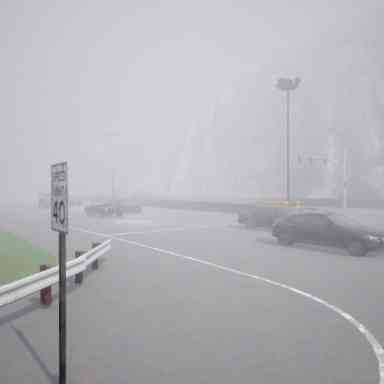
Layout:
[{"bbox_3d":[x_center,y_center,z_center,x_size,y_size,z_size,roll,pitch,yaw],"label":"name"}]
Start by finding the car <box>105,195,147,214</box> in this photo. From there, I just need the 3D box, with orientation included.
[{"bbox_3d":[-6.931,1.390,34.034,1.882,1.535,5.008,0,0,-38],"label":"car"}]

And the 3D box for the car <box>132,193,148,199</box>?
[{"bbox_3d":[-12.687,0.901,81.340,1.812,1.442,4.674,0,1,-38],"label":"car"}]

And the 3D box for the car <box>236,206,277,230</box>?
[{"bbox_3d":[4.963,1.511,19.014,2.033,1.411,5.357,0,0,-38],"label":"car"}]

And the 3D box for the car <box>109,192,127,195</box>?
[{"bbox_3d":[-14.527,1.182,66.803,1.895,1.301,4.718,0,1,-38],"label":"car"}]

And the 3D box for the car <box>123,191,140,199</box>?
[{"bbox_3d":[-14.058,0.740,77.407,2.097,1.767,4.553,0,1,-38],"label":"car"}]

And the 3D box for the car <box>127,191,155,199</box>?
[{"bbox_3d":[-10.358,0.830,67.151,2.150,2.045,5.566,0,1,-38],"label":"car"}]

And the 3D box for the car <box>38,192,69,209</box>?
[{"bbox_3d":[-18.141,1.055,42.679,2.150,2.045,5.566,0,1,-38],"label":"car"}]

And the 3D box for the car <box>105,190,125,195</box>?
[{"bbox_3d":[-16.843,0.660,75.288,2.150,2.045,5.566,0,1,-38],"label":"car"}]

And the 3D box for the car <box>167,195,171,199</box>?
[{"bbox_3d":[-6.701,1.147,73.693,1.895,1.301,4.718,0,1,-38],"label":"car"}]

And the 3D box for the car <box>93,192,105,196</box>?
[{"bbox_3d":[-20.870,0.757,74.765,2.097,1.767,4.553,0,1,-38],"label":"car"}]

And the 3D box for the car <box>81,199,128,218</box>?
[{"bbox_3d":[-7.839,1.534,29.534,1.895,1.301,4.718,0,0,-38],"label":"car"}]

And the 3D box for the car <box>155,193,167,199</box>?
[{"bbox_3d":[-7.898,0.950,69.524,2.097,1.767,4.553,0,1,-38],"label":"car"}]

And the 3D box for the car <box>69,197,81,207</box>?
[{"bbox_3d":[-17.009,1.401,46.922,1.895,1.301,4.718,0,1,-38],"label":"car"}]

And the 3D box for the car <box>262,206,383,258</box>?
[{"bbox_3d":[5.256,1.501,13.015,1.812,1.442,4.674,0,0,-38],"label":"car"}]
